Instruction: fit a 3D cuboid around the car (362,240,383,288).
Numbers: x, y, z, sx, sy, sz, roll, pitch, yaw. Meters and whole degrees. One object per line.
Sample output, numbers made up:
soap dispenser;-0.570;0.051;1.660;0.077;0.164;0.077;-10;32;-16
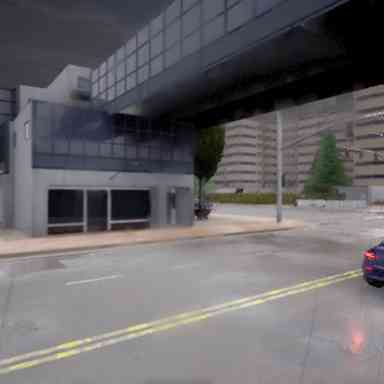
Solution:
car;5.930;1.544;8.019;4.674;1.442;1.812;0;0;-35

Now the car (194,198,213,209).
car;0.929;1.558;46.261;1.837;1.490;4.892;0;0;-36
